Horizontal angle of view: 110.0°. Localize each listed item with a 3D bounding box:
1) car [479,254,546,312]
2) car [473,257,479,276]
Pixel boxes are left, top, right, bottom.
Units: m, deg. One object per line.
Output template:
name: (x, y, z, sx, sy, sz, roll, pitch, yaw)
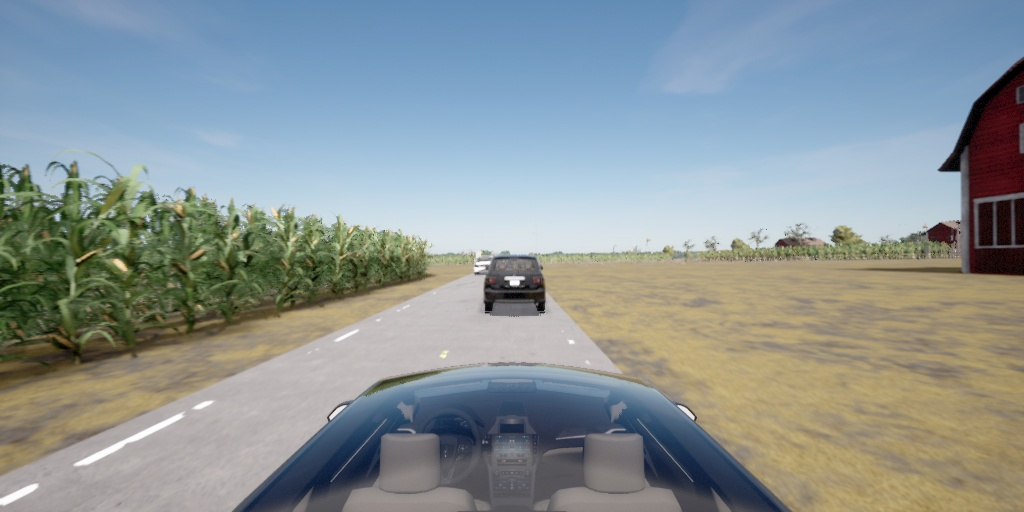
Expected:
car: (0.093, 0.959, 14.240, 2.150, 2.045, 5.566, 0, 0, 0)
car: (-2.847, 1.000, 38.686, 2.150, 2.045, 5.566, 0, 0, 0)
